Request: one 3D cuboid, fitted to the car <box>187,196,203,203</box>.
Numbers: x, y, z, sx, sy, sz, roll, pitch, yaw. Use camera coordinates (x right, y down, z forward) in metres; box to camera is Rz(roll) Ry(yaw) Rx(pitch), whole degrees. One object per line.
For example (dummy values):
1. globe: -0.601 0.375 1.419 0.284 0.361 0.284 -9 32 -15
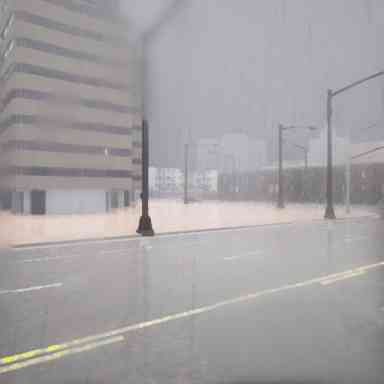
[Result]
1. car: 0.333 1.512 69.212 2.128 1.511 4.902 0 0 -36
